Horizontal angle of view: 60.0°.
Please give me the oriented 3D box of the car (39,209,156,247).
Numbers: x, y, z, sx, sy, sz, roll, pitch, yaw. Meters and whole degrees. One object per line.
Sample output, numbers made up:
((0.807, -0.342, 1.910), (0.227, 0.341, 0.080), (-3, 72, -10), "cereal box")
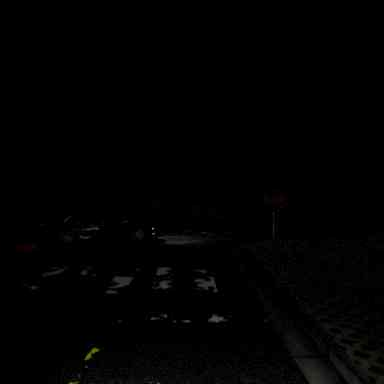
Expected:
((-3.995, 1.503, 14.534), (4.892, 1.490, 1.837), (1, 0, -20), "car")
